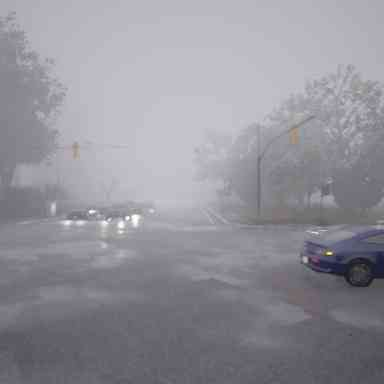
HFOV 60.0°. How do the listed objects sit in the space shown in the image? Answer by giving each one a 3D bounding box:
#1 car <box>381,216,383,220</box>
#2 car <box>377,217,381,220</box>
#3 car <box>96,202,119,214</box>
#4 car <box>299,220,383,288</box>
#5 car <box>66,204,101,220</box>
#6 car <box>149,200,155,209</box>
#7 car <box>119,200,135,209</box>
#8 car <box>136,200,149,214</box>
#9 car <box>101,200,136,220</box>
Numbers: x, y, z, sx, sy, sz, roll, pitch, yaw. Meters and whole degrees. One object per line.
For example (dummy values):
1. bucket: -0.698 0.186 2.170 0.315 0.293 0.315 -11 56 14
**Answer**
1. car: 12.406 1.791 16.526 4.718 1.301 1.895 0 -1 -3
2. car: 13.691 1.722 20.107 4.902 1.511 2.128 0 -1 -3
3. car: -10.635 1.985 42.247 1.812 1.442 4.674 0 -1 0
4. car: 5.308 1.630 9.011 4.674 1.442 1.812 0 -1 -3
5. car: -10.616 1.911 32.880 2.033 1.411 5.357 0 -1 0
6. car: -7.295 2.041 55.952 1.882 1.535 5.008 0 -1 -1
7. car: -10.791 2.066 55.829 1.837 1.490 4.892 0 -1 -1
8. car: -7.138 1.949 41.998 2.128 1.511 4.902 0 -1 0
9. car: -7.118 1.867 32.628 1.837 1.490 4.892 0 -1 0
